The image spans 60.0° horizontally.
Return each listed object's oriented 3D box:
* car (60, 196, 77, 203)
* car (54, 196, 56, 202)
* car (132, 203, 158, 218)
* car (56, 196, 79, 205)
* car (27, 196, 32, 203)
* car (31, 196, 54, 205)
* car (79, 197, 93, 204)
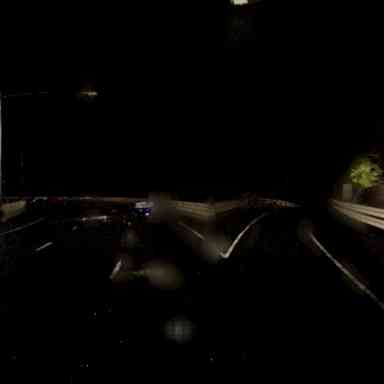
[{"bbox_3d":[-27.253,1.569,73.278,1.994,1.385,4.181,0,0,-43],"label":"car"},{"bbox_3d":[-29.933,1.559,71.026,1.812,1.442,4.674,0,0,-43],"label":"car"},{"bbox_3d":[-4.402,1.632,30.581,1.895,1.301,4.718,0,0,-16],"label":"car"},{"bbox_3d":[-23.585,1.662,62.822,1.837,1.490,4.892,0,0,-37],"label":"car"},{"bbox_3d":[-32.612,1.554,68.774,1.837,1.490,4.892,0,0,-43],"label":"car"},{"bbox_3d":[-28.793,1.721,64.025,2.128,1.511,4.902,0,0,-37],"label":"car"},{"bbox_3d":[-21.009,1.652,65.213,2.128,1.511,4.902,0,0,-37],"label":"car"}]
